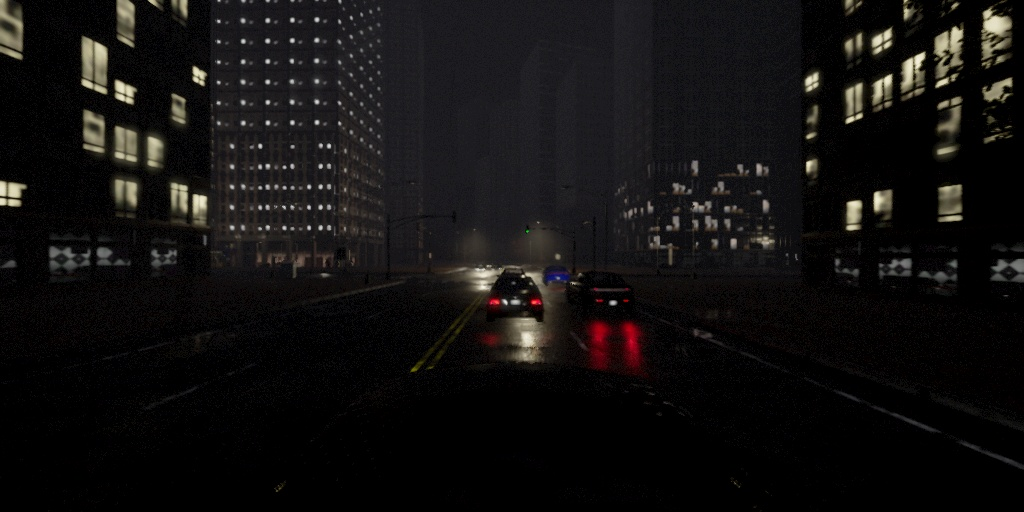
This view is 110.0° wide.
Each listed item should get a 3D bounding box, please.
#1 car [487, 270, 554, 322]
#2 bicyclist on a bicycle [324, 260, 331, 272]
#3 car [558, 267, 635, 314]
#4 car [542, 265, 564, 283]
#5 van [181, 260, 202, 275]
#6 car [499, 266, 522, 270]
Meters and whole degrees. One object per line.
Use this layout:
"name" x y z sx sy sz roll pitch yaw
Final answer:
"car" 0.103 1.404 12.820 2.033 1.411 5.357 0 -1 0
"bicyclist on a bicycle" -24.698 1.310 48.077 0.582 1.620 1.656 0 0 1
"car" 3.353 1.362 14.317 2.128 1.511 4.902 0 0 0
"car" 3.423 1.475 28.267 1.882 1.535 5.008 0 -1 2
"van" -33.929 1.298 36.979 3.998 1.789 1.690 0 0 1
"car" 0.102 1.586 26.819 1.895 1.301 4.718 0 -1 0
